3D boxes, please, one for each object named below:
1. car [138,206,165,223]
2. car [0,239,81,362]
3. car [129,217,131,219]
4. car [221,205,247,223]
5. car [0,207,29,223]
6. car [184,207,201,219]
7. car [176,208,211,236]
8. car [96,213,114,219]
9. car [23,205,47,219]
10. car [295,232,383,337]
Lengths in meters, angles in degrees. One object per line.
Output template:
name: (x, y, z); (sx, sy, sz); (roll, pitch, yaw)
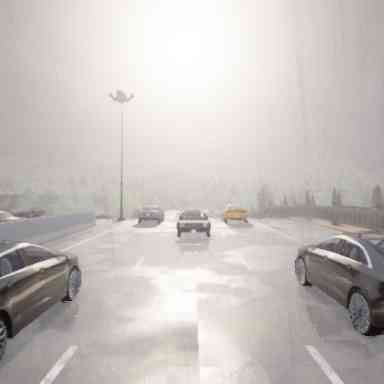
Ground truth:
car: (-3.415, 1.882, 28.339); (2.033, 1.411, 5.357); (0, -2, 0)
car: (-3.402, 1.549, 5.599); (2.128, 1.511, 4.902); (0, -1, 0)
car: (-10.529, 5.111, 61.508); (1.994, 1.385, 4.181); (0, -8, 0)
car: (3.586, 1.833, 28.980); (1.882, 1.535, 5.008); (0, -2, 0)
car: (-10.606, 1.698, 17.142); (1.812, 1.442, 4.674); (0, -1, 0)
car: (0.080, 2.622, 41.124); (1.994, 1.385, 4.181); (0, -5, 0)
car: (0.090, 1.801, 19.843); (1.895, 1.301, 4.718); (0, -1, 0)
car: (-14.030, 4.076, 53.927); (1.895, 1.301, 4.718); (0, -8, 0)
car: (-17.591, 2.172, 36.156); (1.882, 1.535, 5.008); (0, -4, 0)
car: (3.597, 1.561, 6.758); (2.128, 1.511, 4.902); (0, -1, 0)
